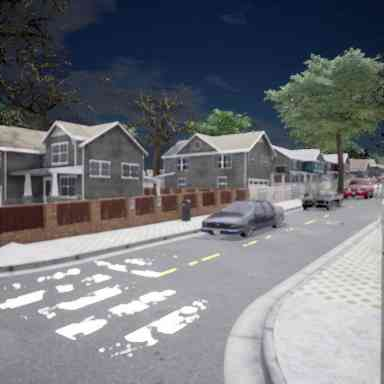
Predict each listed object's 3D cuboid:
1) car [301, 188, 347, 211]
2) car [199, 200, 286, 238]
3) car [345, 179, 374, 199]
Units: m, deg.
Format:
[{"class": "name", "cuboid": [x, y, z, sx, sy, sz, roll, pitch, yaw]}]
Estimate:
[{"class": "car", "cuboid": [9.748, 0.625, 24.745, 1.895, 1.301, 4.718, 0, 2, 37]}, {"class": "car", "cuboid": [2.542, 1.082, 15.149, 2.033, 1.411, 5.357, 0, 2, 37]}, {"class": "car", "cuboid": [17.816, -0.349, 35.427, 2.150, 2.045, 5.566, 0, 3, 37]}]
